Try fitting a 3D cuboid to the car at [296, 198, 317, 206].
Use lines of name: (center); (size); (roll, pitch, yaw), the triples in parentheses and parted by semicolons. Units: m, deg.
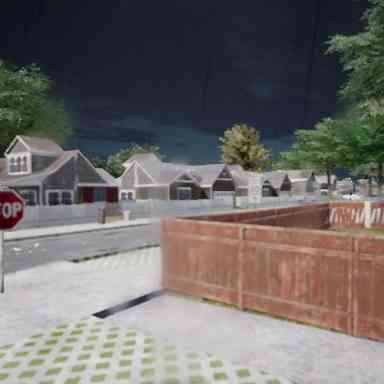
car: (15.753, 1.525, 45.615); (1.994, 1.385, 4.181); (-1, 0, 36)
